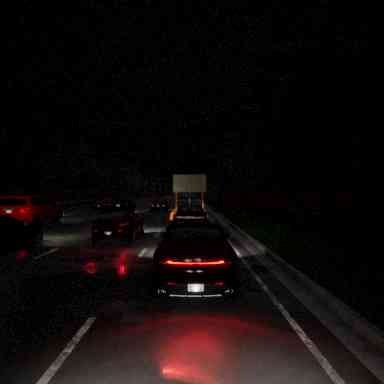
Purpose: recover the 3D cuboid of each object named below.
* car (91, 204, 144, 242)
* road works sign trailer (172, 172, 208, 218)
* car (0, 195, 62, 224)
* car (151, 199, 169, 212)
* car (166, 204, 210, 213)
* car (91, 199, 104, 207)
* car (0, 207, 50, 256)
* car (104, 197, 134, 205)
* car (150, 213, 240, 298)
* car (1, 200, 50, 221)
[{"bbox_3d":[-3.502,1.526,16.114,1.812,1.442,4.674,0,0,0],"label":"car"},{"bbox_3d":[-0.171,0.464,22.763,2.380,3.560,2.880,0,0,-3],"label":"road works sign trailer"},{"bbox_3d":[-10.549,1.222,21.868,2.150,2.045,5.566,0,0,0],"label":"car"},{"bbox_3d":[-3.687,1.547,38.586,2.033,1.411,5.357,0,0,0],"label":"car"},{"bbox_3d":[-0.051,1.488,18.893,2.128,1.511,4.902,0,0,1],"label":"car"},{"bbox_3d":[-10.696,1.563,40.052,1.994,1.385,4.181,0,0,-1],"label":"car"},{"bbox_3d":[-6.967,1.478,11.445,1.882,1.535,5.008,0,0,0],"label":"car"},{"bbox_3d":[-7.148,1.351,34.187,2.097,1.767,4.553,0,0,0],"label":"car"},{"bbox_3d":[0.053,1.505,8.506,1.837,1.490,4.892,0,0,0],"label":"car"},{"bbox_3d":[-14.102,1.507,28.532,1.837,1.490,4.892,0,1,0],"label":"car"}]
